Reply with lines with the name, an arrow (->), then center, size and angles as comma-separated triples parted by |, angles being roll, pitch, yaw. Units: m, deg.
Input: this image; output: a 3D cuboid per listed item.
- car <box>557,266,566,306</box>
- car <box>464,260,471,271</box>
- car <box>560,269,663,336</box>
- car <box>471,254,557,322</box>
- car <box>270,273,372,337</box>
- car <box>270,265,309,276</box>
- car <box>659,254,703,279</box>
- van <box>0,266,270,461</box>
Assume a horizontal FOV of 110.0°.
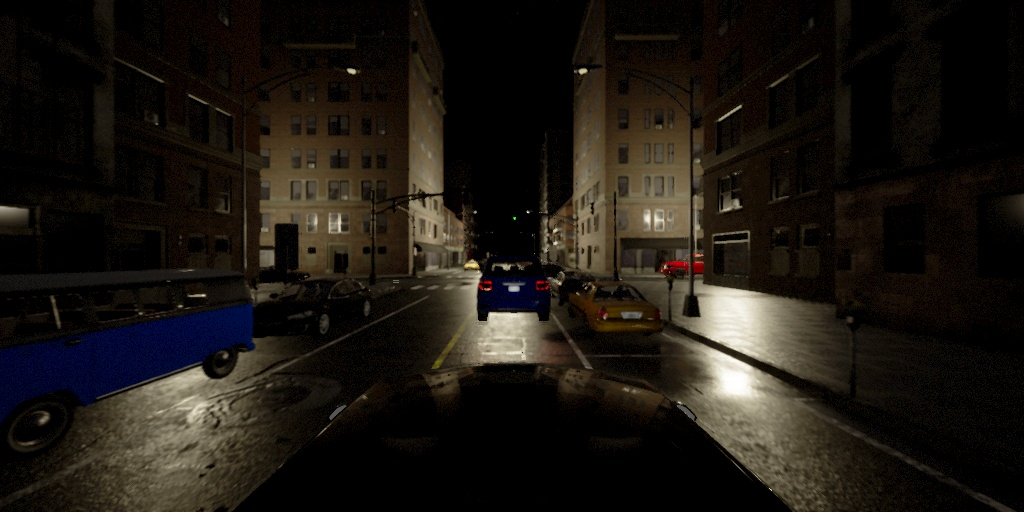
car -> 2.642, 1.296, 15.482 | 2.007, 1.370, 4.403 | 0, 0, 0
car -> -5.380, 1.259, 47.869 | 1.751, 1.417, 4.829 | 0, 0, 0
car -> 2.647, 1.273, 10.246 | 1.751, 1.417, 4.829 | 0, 0, 0
car -> 0.029, 0.969, 12.361 | 2.150, 2.045, 5.566 | 0, 0, -1
car -> -5.388, 1.297, 10.076 | 2.007, 1.370, 4.403 | 0, 0, 0
car -> -17.586, 1.395, 27.125 | 4.181, 1.385, 1.994 | 0, 0, 0
car -> 15.338, 0.870, 30.122 | 5.566, 2.045, 2.150 | 0, 0, 0
van -> -5.390, 1.090, 4.670 | 1.690, 1.789, 3.998 | 0, 0, 0
